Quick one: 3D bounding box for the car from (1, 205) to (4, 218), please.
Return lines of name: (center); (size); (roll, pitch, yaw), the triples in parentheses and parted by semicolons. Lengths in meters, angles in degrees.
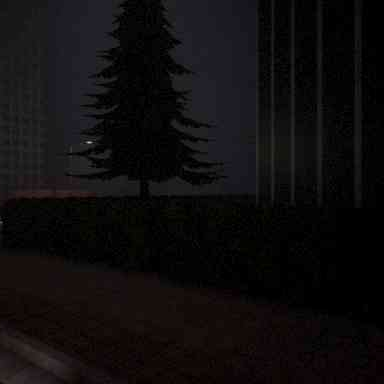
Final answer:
car: (-13.118, 1.560, 28.389); (1.837, 1.490, 4.892); (0, 0, 36)
